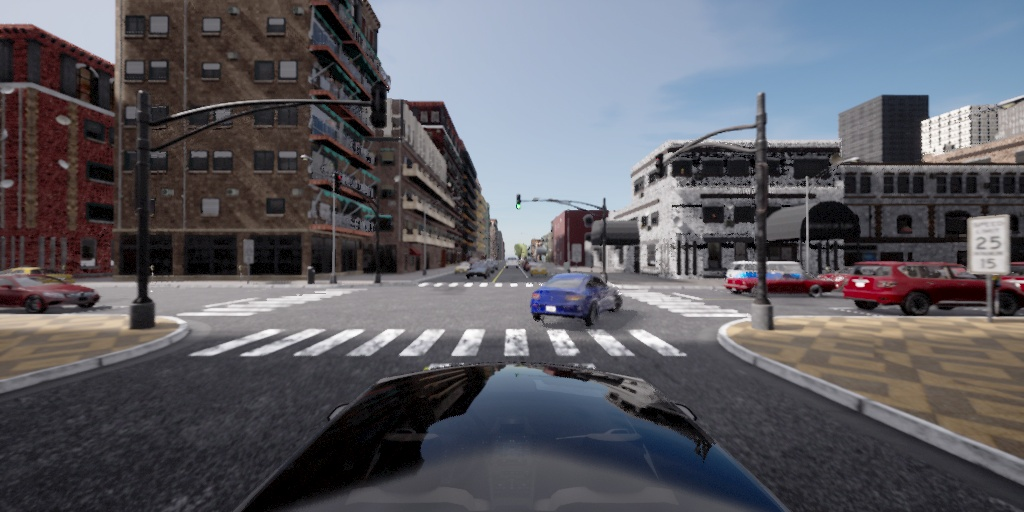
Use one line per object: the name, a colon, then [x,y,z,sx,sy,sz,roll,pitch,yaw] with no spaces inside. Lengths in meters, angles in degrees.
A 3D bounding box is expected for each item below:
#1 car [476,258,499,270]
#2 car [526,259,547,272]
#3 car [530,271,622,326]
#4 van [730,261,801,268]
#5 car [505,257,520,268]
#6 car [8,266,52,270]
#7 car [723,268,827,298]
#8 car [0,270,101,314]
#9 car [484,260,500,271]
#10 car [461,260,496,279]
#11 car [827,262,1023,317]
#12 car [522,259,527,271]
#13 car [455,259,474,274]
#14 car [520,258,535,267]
car: [-3.067,1.346,43.543,2.128,1.511,4.902,0,0,0]
car: [2.699,1.361,36.985,1.751,1.417,4.829,0,0,0]
car: [2.200,1.288,11.853,1.812,1.442,4.674,-1,0,29]
van: [14.902,1.200,21.290,3.998,1.789,1.690,0,0,0]
car: [0.017,1.139,63.373,2.150,2.045,5.566,0,0,0]
car: [-28.979,1.277,21.196,4.829,1.417,1.751,0,0,0]
car: [13.761,1.440,18.702,4.718,1.301,1.895,0,0,0]
car: [-17.464,1.298,12.841,4.207,1.307,1.802,0,0,0]
car: [-2.990,1.378,53.894,2.128,1.511,4.902,0,0,0]
car: [-3.053,1.374,33.664,2.033,1.411,5.357,0,0,3]
car: [14.922,1.120,12.910,5.009,1.841,2.192,0,0,0]
car: [2.702,1.449,47.893,1.802,1.307,4.207,0,0,0]
car: [-5.681,1.377,42.185,1.751,1.417,4.829,0,0,0]
car: [2.703,1.199,53.432,2.192,1.841,5.009,0,0,0]
